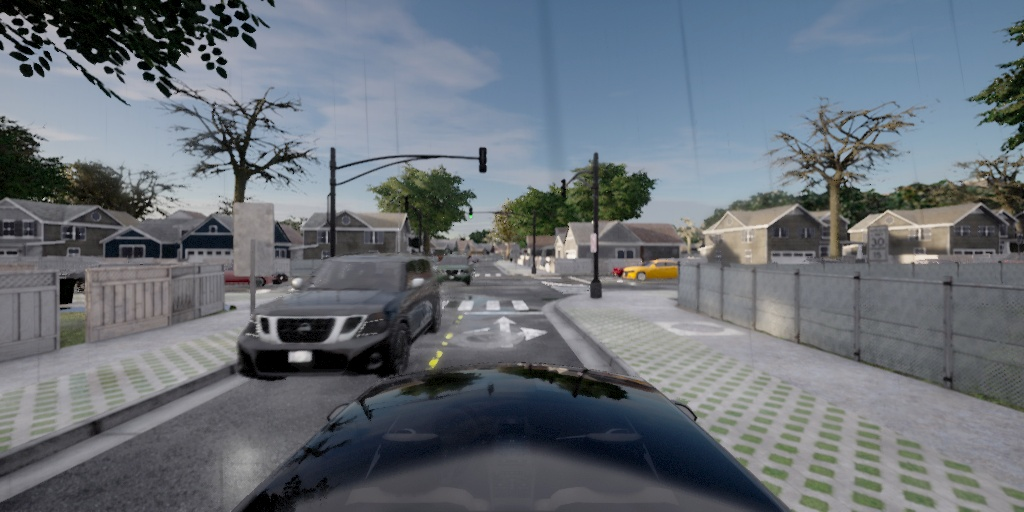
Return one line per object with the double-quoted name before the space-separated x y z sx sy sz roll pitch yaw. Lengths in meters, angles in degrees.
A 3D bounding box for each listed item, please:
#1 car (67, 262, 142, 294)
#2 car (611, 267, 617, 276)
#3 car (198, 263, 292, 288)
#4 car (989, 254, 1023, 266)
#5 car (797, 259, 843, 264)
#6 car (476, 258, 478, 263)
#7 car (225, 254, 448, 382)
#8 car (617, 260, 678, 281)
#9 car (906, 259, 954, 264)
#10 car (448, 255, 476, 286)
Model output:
"car" -19.315 1.070 18.211 4.902 1.511 2.128 0 0 -3
"car" 10.781 1.183 29.933 4.718 1.301 1.895 0 0 -3
"car" -15.987 1.149 21.662 4.181 1.385 1.994 0 0 -3
"car" 45.223 0.642 31.840 4.553 1.767 2.097 -1 0 -3
"car" 26.074 0.982 30.820 4.902 1.511 2.128 -1 0 -3
"car" -5.338 1.158 42.425 1.994 1.385 4.181 0 1 -5
"car" -2.892 0.966 7.494 2.150 2.045 5.566 0 0 -2
"car" 10.796 1.053 26.682 5.008 1.535 1.882 0 0 -5
"car" 32.371 0.968 27.924 5.357 1.411 2.033 -1 0 -3
"car" -3.842 0.941 24.525 2.150 2.045 5.566 0 0 -4
